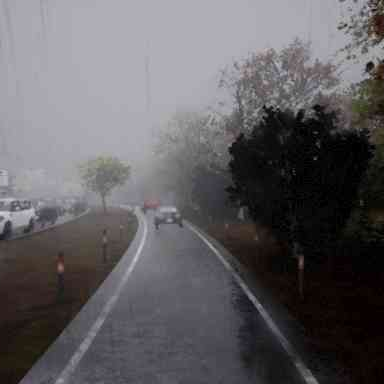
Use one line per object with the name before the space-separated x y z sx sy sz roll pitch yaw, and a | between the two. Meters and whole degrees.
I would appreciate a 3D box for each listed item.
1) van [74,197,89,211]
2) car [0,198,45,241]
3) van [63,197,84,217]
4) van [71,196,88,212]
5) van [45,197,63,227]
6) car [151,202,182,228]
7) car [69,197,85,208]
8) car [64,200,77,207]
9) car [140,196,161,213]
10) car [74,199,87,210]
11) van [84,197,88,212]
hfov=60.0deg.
van | -16.710 1.739 50.095 1.878 1.987 4.442 2 -2 -20
car | -9.988 1.331 17.389 2.435 2.045 5.566 1 -2 -8
van | -12.431 1.503 33.892 1.878 1.987 4.442 1 -2 -14
van | -15.099 1.649 44.738 1.878 1.987 4.442 1 -2 -15
van | -10.595 1.398 22.858 1.878 1.987 4.442 1 -2 -9
car | -1.763 1.681 23.638 1.812 1.442 4.674 0 0 -8
car | -22.768 2.054 65.818 2.435 2.045 5.566 2 -3 -24
car | -27.746 2.578 75.858 2.231 1.521 4.892 2 -3 -27
car | -5.013 1.459 40.460 2.150 2.045 5.566 0 -1 -14
car | -18.511 2.061 55.305 1.946 1.575 5.366 2 -2 -19
van | -13.676 1.571 39.331 1.878 1.987 4.442 1 -2 -15
